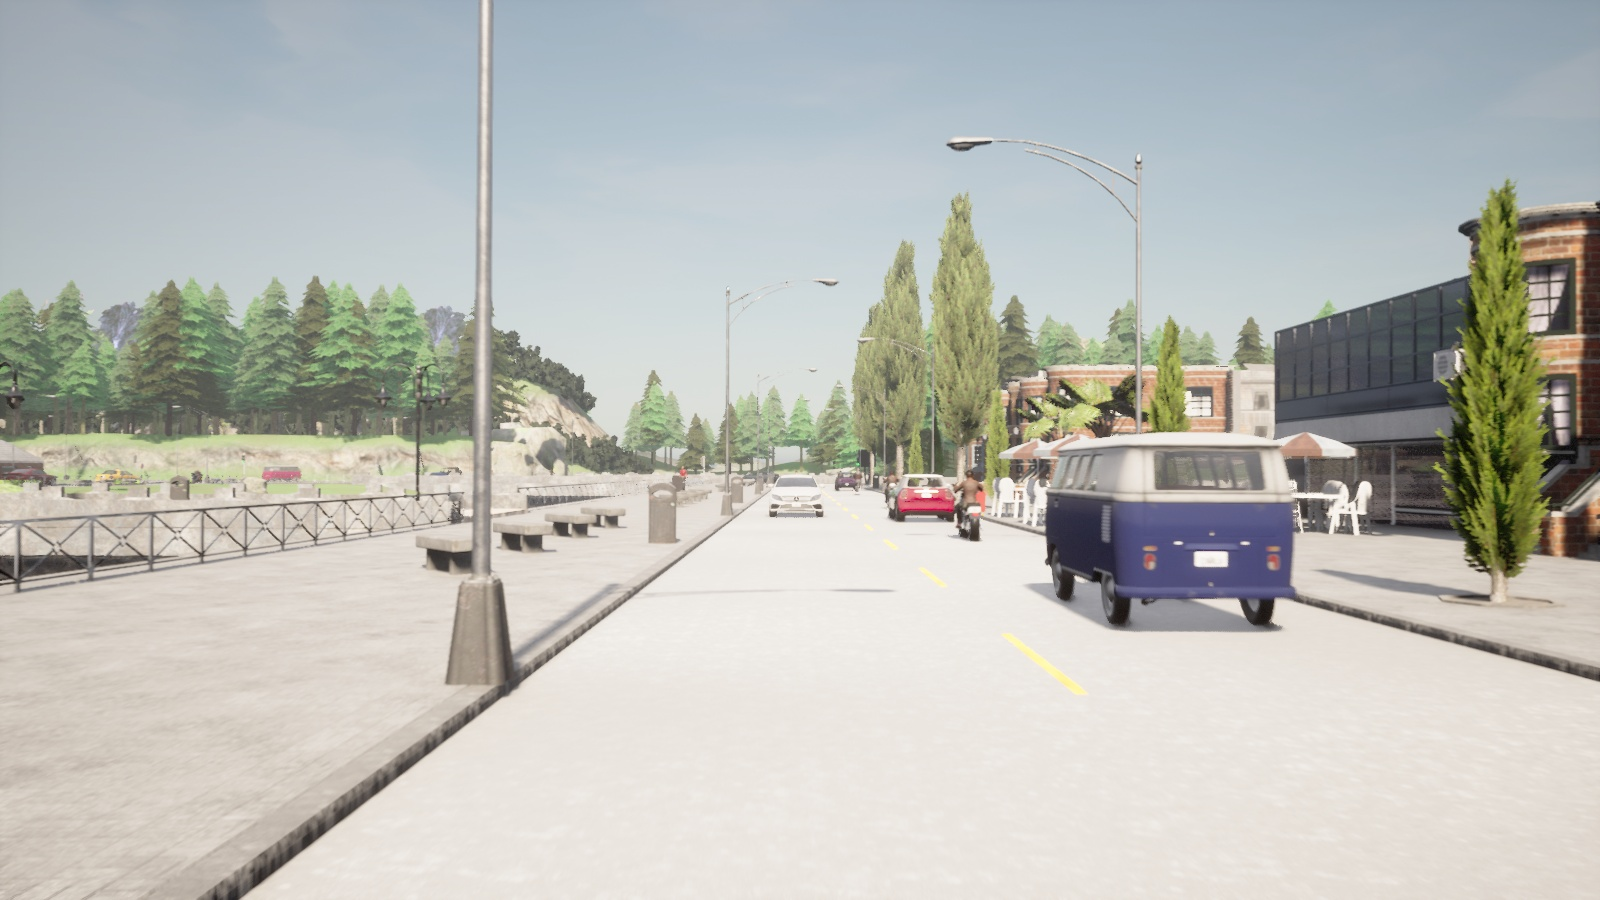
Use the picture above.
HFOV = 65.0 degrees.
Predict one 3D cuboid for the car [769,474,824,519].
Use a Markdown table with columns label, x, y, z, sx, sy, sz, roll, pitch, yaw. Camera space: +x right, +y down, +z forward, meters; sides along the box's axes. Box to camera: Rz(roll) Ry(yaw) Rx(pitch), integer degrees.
| label | x | y | z | sx | sy | sz | roll | pitch | yaw |
| --- | --- | --- | --- | --- | --- | --- | --- | --- | --- |
| car | -0.112 | 1.570 | 43.525 | 1.812 | 1.442 | 4.674 | 0 | -1 | 0 |

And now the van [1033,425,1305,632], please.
| label | x | y | z | sx | sy | sz | roll | pitch | yaw |
| --- | --- | --- | --- | --- | --- | --- | --- | --- | --- |
| van | 3.961 | 0.791 | 14.307 | 1.775 | 1.987 | 4.442 | 0 | -1 | 0 |

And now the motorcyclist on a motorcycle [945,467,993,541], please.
| label | x | y | z | sx | sy | sz | roll | pitch | yaw |
| --- | --- | --- | --- | --- | --- | --- | --- | --- | --- |
| motorcyclist on a motorcycle | 3.923 | 1.240 | 29.322 | 0.766 | 1.649 | 2.350 | 0 | -1 | 0 |

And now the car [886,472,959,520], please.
| label | x | y | z | sx | sy | sz | roll | pitch | yaw |
| --- | --- | --- | --- | --- | --- | --- | --- | --- | --- |
| car | 3.894 | 1.444 | 40.562 | 1.970 | 1.475 | 3.806 | 0 | -1 | 0 |
